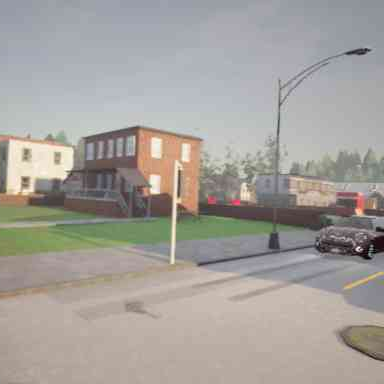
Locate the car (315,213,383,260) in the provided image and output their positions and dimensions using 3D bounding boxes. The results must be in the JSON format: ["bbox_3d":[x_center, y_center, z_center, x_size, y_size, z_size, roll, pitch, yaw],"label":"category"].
[{"bbox_3d":[7.324,1.812,14.719,4.553,1.767,2.097,3,-1,-44],"label":"car"}]
